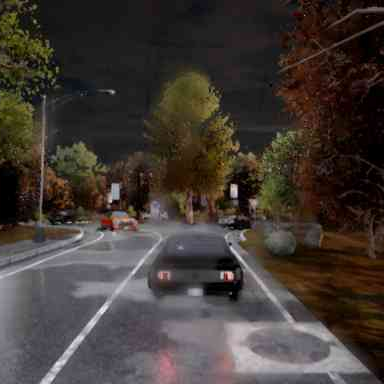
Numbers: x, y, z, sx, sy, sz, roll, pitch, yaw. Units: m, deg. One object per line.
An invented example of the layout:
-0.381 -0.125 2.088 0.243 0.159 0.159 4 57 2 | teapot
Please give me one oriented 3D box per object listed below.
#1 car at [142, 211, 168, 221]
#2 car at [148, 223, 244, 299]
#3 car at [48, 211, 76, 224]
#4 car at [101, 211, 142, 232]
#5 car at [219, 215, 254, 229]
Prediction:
-7.472 4.787 65.753 5.566 2.045 2.150 2 -5 -12 | car
0.115 1.697 8.646 1.895 1.301 4.718 0 -1 1 | car
-19.541 3.848 50.405 2.150 2.045 5.566 -1 -4 5 | car
-6.209 2.406 28.203 2.097 1.767 4.553 2 -5 -28 | car
4.496 2.970 33.329 2.033 1.411 5.357 -3 -5 31 | car
